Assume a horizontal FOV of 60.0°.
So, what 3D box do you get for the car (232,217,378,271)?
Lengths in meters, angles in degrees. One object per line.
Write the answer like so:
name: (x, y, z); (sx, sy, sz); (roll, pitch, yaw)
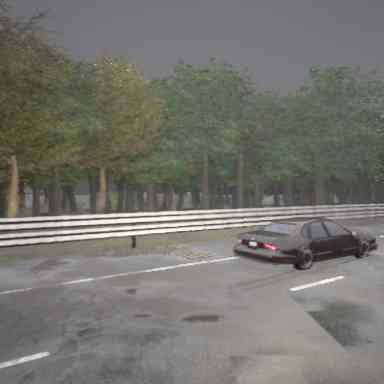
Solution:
car: (3.831, 1.534, 10.866); (5.357, 1.411, 2.033); (0, 0, -33)
